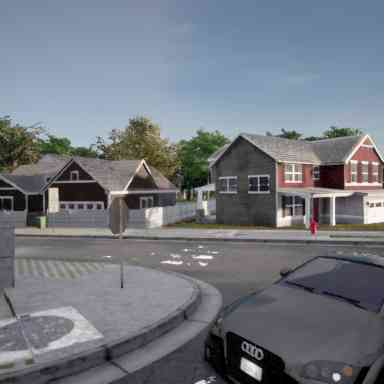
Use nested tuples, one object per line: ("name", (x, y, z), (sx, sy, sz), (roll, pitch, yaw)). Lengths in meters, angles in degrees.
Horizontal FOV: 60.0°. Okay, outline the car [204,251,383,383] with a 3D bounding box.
("car", (2.216, 1.565, 4.436), (4.181, 1.385, 1.994), (0, 0, -35))
